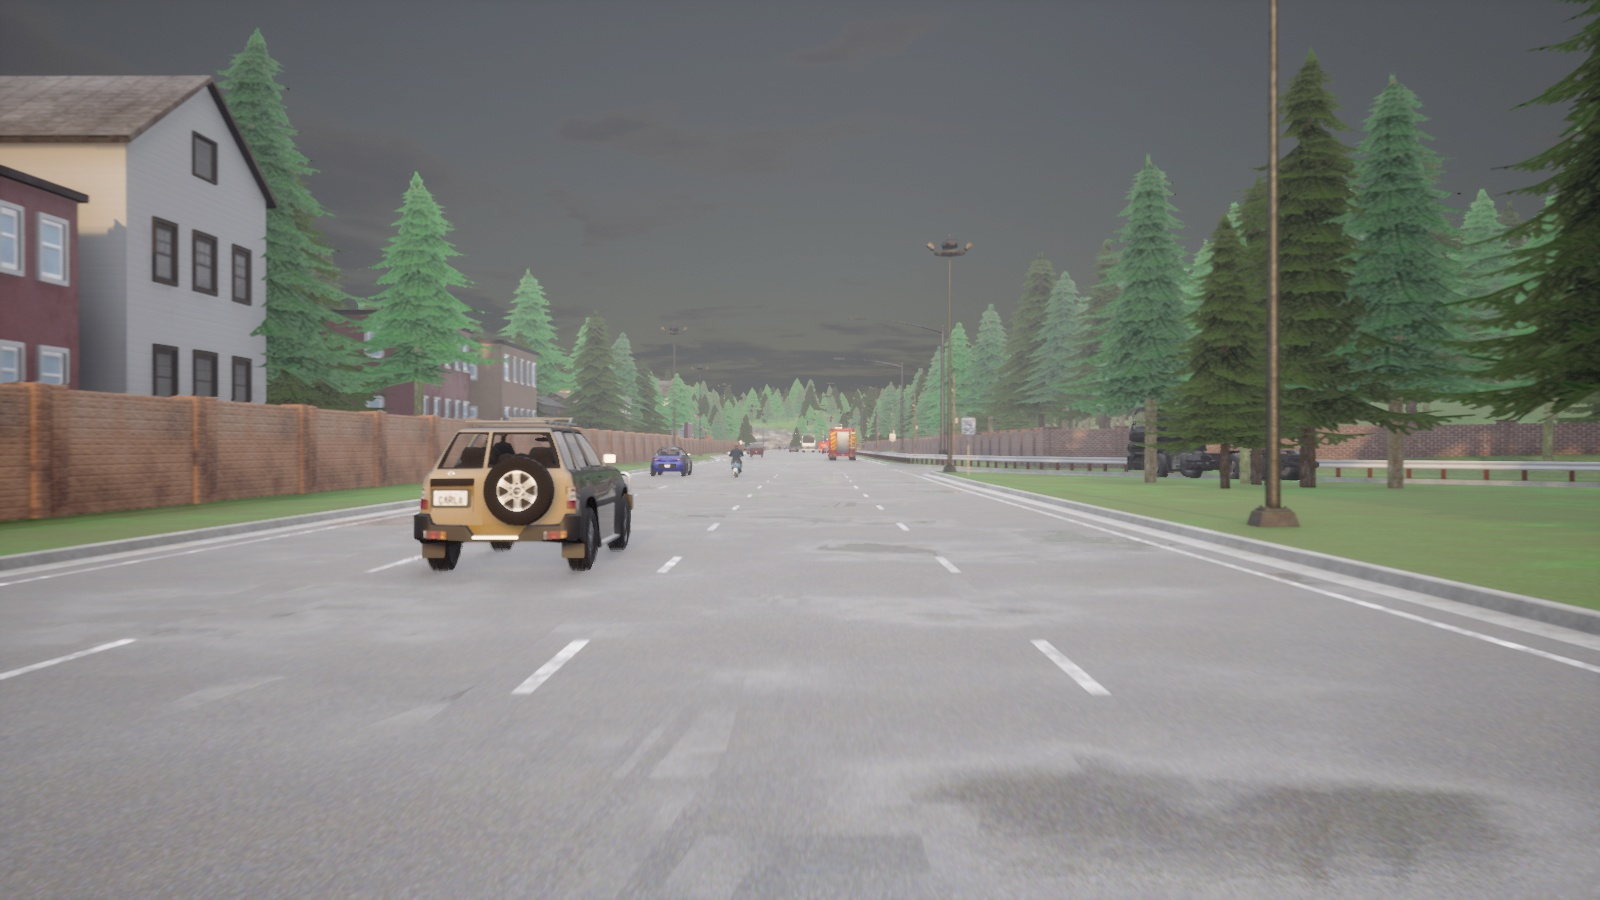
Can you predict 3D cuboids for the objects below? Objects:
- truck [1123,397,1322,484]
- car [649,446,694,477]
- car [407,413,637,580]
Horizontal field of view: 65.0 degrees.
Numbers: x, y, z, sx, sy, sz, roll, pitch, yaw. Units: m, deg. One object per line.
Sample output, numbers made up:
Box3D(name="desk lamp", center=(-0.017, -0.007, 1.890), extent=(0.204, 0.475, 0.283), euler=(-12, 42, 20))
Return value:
Box3D(name="truck", center=(17.978, -0.386, 53.973), extent=(2.891, 3.462, 7.936), euler=(0, 0, -35))
Box3D(name="car", center=(-6.444, 0.561, 63.322), extent=(1.816, 1.474, 4.193), euler=(0, 0, 1))
Box3D(name="car", center=(-3.391, 0.511, 16.267), extent=(1.932, 1.855, 4.605), euler=(0, 0, 0))
